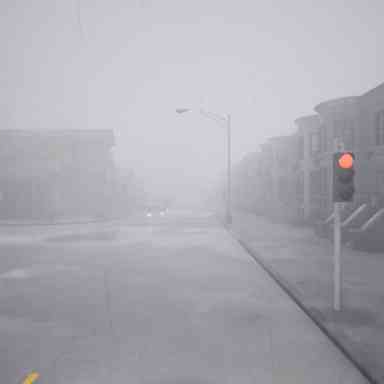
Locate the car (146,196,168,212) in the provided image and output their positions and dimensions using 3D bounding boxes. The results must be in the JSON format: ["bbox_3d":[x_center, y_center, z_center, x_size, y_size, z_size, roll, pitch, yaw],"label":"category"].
[{"bbox_3d":[-4.158,1.525,39.433,1.812,1.442,4.674,0,0,-1],"label":"car"}]

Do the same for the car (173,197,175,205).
[{"bbox_3d":[-4.141,1.350,58.776,2.097,1.767,4.553,0,0,0],"label":"car"}]

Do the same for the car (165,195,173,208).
[{"bbox_3d":[-4.160,1.504,48.619,1.837,1.490,4.892,0,0,0],"label":"car"}]
